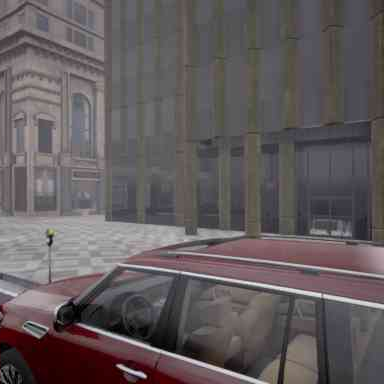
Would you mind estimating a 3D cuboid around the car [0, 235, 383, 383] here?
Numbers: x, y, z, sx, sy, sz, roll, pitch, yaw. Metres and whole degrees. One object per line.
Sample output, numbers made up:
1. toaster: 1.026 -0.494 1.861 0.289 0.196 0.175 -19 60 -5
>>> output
1. car: 0.262 1.315 2.787 5.009 1.841 2.192 0 0 36
